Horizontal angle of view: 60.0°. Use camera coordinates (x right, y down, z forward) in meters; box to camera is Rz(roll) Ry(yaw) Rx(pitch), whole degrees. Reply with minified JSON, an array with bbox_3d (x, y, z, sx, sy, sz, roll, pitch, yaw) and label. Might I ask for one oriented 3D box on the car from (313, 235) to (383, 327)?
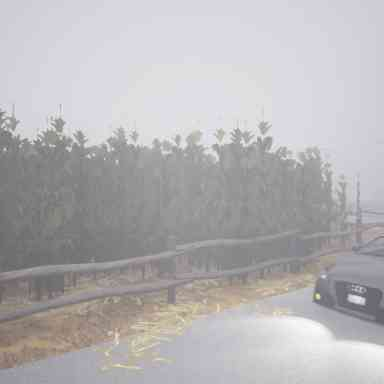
[{"bbox_3d":[4.293,1.565,6.536,4.181,1.385,1.994,0,0,-35],"label":"car"}]
